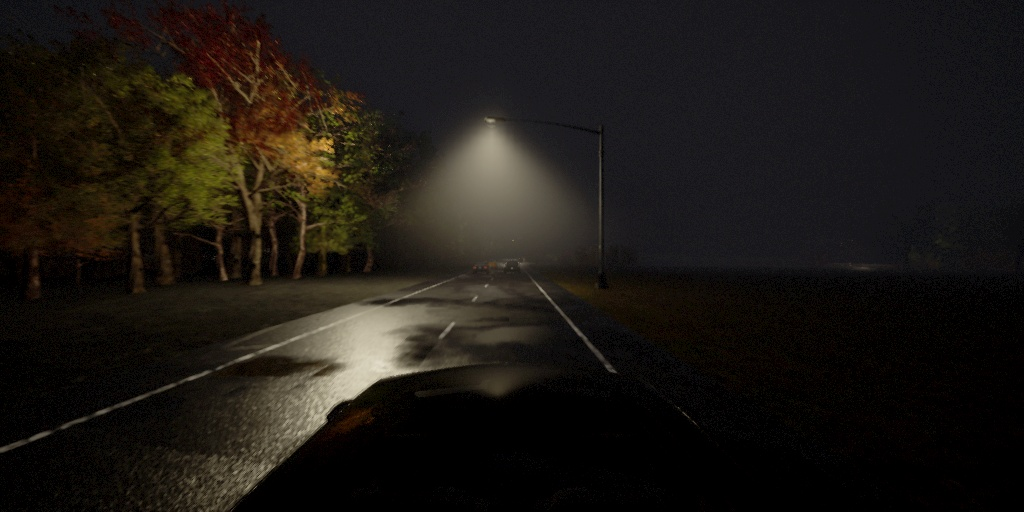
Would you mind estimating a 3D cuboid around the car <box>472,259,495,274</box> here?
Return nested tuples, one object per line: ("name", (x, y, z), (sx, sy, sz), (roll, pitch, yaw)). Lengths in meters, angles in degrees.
("car", (-3.481, 1.325, 41.508), (2.033, 1.411, 5.357), (0, 0, 0))

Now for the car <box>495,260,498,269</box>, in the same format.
("car", (-3.429, 1.260, 58.529), (1.882, 1.535, 5.008), (0, 0, 0))

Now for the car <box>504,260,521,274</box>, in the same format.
("car", (0.023, 1.342, 42.475), (1.994, 1.385, 4.181), (0, 0, 0))
